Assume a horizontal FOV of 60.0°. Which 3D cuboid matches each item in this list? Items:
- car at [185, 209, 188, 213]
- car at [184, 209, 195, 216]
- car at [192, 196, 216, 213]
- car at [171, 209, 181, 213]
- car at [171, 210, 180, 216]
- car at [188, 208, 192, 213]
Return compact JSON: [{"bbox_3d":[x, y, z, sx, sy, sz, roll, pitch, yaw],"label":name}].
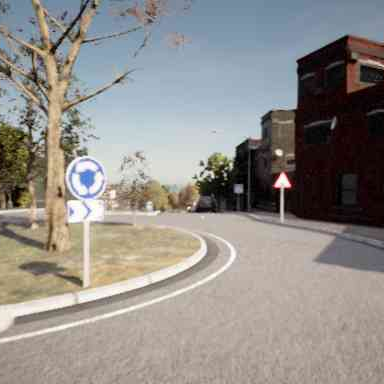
[{"bbox_3d":[0.084,3.876,64.252,1.882,1.535,5.008,0,-5,-3],"label":"car"},{"bbox_3d":[-0.558,4.622,74.696,2.128,1.511,4.902,0,-5,-3],"label":"car"},{"bbox_3d":[1.589,1.618,40.530,2.150,2.045,5.566,0,-6,-4],"label":"car"},{"bbox_3d":[-3.195,4.060,65.569,1.994,1.385,4.181,0,-5,-3],"label":"car"},{"bbox_3d":[-3.804,4.668,74.522,1.895,1.301,4.718,0,-5,-3],"label":"car"},{"bbox_3d":[0.776,3.013,53.254,1.812,1.442,4.674,0,-5,-3],"label":"car"}]
